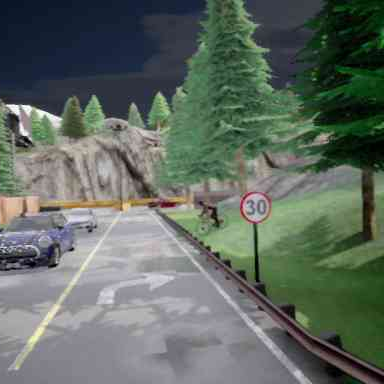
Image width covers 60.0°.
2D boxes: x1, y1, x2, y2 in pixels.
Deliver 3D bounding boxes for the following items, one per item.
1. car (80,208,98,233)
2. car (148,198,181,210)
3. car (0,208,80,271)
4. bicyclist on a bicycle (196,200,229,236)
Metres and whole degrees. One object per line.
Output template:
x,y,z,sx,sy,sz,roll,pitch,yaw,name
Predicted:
-7.263,1.788,21.650,1.812,1.442,4.674,-2,0,-10,car
-3.904,1.652,47.652,5.008,1.535,1.882,-2,-1,-37,car
-5.554,1.550,11.800,2.097,1.767,4.553,-2,0,-10,car
0.802,1.112,15.527,1.656,1.620,0.582,-21,7,-9,bicyclist on a bicycle
